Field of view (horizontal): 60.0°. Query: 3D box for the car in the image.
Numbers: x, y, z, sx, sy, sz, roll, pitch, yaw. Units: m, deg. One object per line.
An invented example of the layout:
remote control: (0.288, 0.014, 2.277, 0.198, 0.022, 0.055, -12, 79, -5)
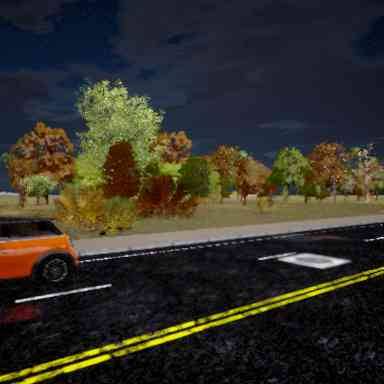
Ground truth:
car: (-5.202, 1.394, 7.932, 4.553, 1.767, 2.097, 0, 0, -36)
